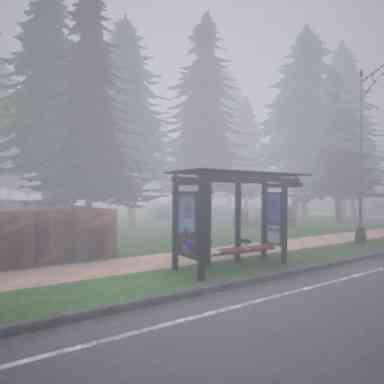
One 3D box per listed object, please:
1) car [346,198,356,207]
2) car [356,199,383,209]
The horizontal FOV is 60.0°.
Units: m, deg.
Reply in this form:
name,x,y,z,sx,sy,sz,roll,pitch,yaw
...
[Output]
name,x,y,z,sx,sy,sz,roll,pitch,yaw
car,25.127,1.630,51.326,3.866,1.878,1.905,1,0,-37
car,26.945,1.632,49.547,4.605,1.855,1.932,1,0,-37
